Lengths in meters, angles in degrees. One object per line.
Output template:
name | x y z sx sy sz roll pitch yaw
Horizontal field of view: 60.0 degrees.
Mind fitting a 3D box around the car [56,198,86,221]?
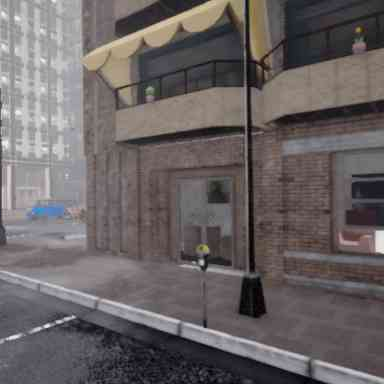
car | -8.336 1.388 27.530 2.097 1.767 4.553 -1 -1 36

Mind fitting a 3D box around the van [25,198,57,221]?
van | -11.576 1.420 27.459 1.690 1.788 3.998 -1 -1 36
